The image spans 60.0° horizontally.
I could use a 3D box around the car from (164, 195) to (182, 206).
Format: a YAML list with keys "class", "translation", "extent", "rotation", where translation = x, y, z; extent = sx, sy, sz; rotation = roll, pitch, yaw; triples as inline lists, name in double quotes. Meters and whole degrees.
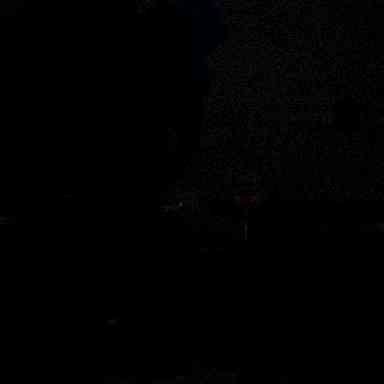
- class: "car"
  translation: [-2.800, 1.269, 47.194]
  extent: [1.994, 1.385, 4.181]
  rotation: [0, 0, 0]
